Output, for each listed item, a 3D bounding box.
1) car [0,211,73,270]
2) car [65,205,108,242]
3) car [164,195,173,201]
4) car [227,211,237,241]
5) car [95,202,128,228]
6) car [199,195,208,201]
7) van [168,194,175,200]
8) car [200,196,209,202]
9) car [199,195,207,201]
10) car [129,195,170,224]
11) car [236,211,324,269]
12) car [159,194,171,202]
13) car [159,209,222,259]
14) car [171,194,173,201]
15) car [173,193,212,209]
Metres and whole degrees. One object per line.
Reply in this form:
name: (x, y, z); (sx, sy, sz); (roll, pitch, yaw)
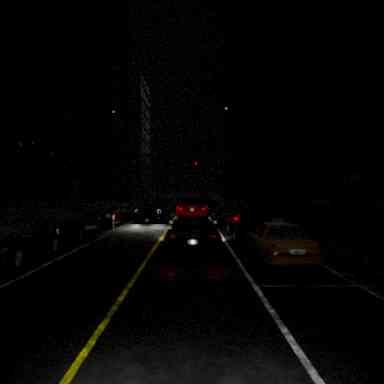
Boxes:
car: (-5.761, 1.547, 10.828); (2.008, 1.369, 4.403); (0, 0, 0)
car: (-5.760, 1.539, 16.284); (1.887, 1.381, 4.507); (0, 0, 0)
car: (-5.747, 1.519, 80.749); (1.752, 1.417, 4.829); (0, 0, 0)
car: (2.765, 1.560, 16.285); (1.947, 1.339, 4.313); (0, 0, 0)
car: (-5.759, 1.433, 21.742); (1.967, 1.590, 4.097); (0, 0, 0)
car: (2.779, 1.538, 80.917); (1.887, 1.381, 4.507); (0, 0, 0)
van: (-5.745, 1.338, 91.794); (1.690, 1.788, 3.998); (0, 0, 0)
car: (2.778, 1.543, 75.479); (2.008, 1.369, 4.403); (0, 0, 0)
car: (2.780, 1.540, 86.355); (1.887, 1.381, 4.507); (0, 0, 0)
car: (-3.041, 1.343, 24.888); (2.097, 1.767, 4.553); (0, 0, 0)
car: (2.764, 1.521, 10.998); (1.752, 1.417, 4.829); (0, 0, 0)
car: (-5.750, 1.306, 64.606); (2.192, 1.841, 5.009); (0, 0, 0)
car: (0.045, 1.558, 12.519); (1.994, 1.385, 4.181); (0, 0, 1)
car: (-5.748, 1.575, 75.481); (1.802, 1.307, 4.206); (0, 0, 0)
car: (0.009, 1.214, 23.833); (2.150, 2.045, 5.566); (0, 0, 0)
